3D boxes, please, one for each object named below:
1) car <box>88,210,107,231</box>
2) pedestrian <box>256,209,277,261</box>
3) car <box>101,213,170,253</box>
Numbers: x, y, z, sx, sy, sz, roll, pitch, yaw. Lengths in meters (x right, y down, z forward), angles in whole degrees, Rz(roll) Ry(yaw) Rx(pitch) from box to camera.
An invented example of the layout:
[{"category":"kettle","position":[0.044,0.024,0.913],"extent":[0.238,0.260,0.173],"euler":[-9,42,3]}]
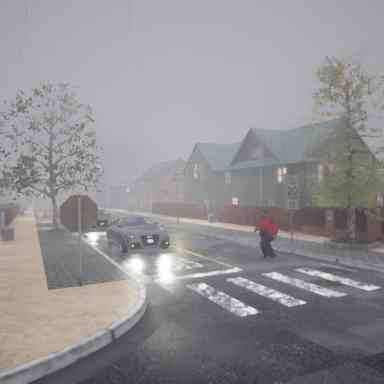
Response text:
[{"category":"car","position":[-6.905,1.986,24.068],"extent":[1.994,1.385,4.181],"euler":[-1,-1,-26]},{"category":"pedestrian","position":[2.497,1.404,11.105],"extent":[0.375,1.860,0.375],"euler":[-2,1,-26]},{"category":"car","position":[-2.551,1.813,15.049],"extent":[1.994,1.385,4.181],"euler":[-1,-1,-27]}]
